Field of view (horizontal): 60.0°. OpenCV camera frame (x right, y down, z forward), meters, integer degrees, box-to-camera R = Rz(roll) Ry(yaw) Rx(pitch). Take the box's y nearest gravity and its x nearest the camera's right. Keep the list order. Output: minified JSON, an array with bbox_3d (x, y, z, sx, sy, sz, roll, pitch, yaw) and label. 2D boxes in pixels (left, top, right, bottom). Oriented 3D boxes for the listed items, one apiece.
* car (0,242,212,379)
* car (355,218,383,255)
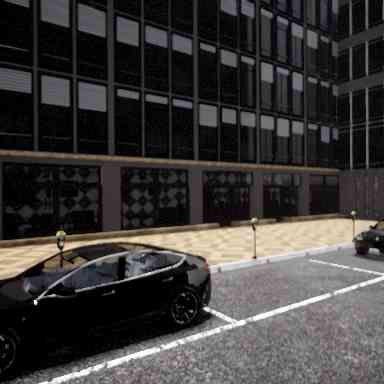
[{"bbox_3d":[-1.632,1.562,5.395,4.313,1.339,1.947,0,0,-35],"label":"car"},{"bbox_3d":[7.656,1.534,11.993,4.313,1.339,1.947,0,0,-35],"label":"car"}]
